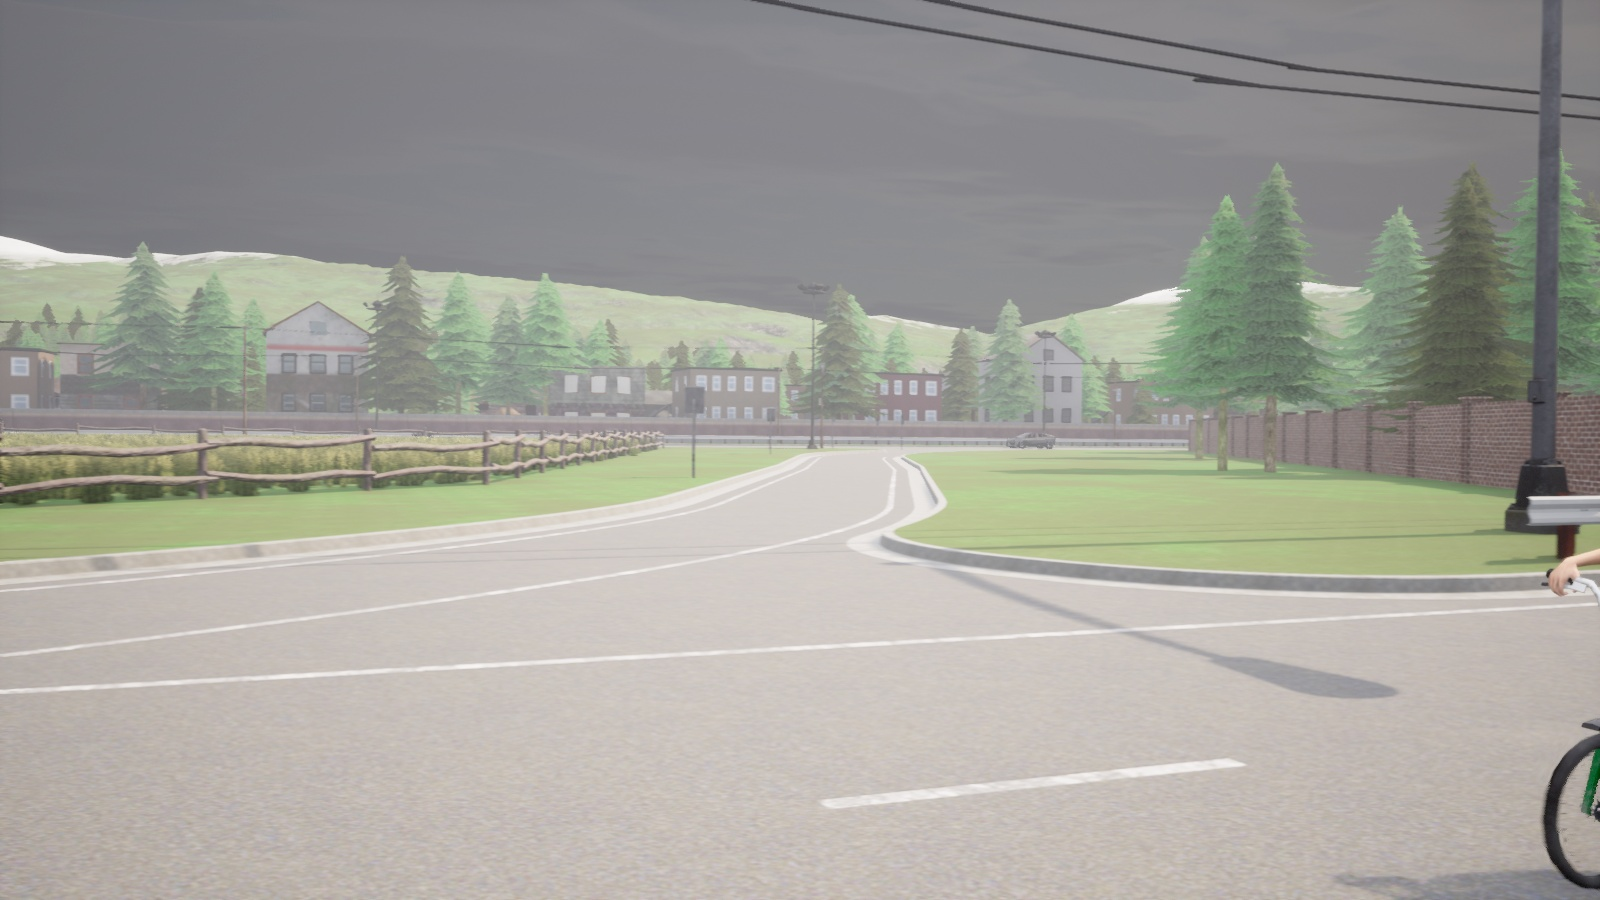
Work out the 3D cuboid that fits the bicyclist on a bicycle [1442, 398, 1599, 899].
[{"bbox_3d":[3.208,0.627,4.452,1.509,1.612,0.866,-1,1,-21],"label":"bicyclist on a bicycle"}]
